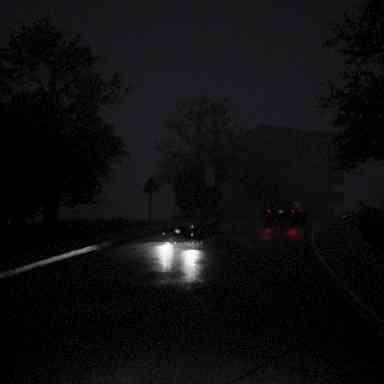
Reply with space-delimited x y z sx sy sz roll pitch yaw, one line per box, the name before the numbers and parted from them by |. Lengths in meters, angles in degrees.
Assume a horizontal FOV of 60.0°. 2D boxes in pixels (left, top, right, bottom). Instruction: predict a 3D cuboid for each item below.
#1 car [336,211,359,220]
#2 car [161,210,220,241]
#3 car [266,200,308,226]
car | 17.438 2.714 36.114 4.181 1.385 1.994 7 -7 -40
car | 0.024 1.625 17.156 1.994 1.385 4.181 -1 -1 21
car | 6.766 1.351 23.456 2.097 1.767 4.553 -2 -2 28
